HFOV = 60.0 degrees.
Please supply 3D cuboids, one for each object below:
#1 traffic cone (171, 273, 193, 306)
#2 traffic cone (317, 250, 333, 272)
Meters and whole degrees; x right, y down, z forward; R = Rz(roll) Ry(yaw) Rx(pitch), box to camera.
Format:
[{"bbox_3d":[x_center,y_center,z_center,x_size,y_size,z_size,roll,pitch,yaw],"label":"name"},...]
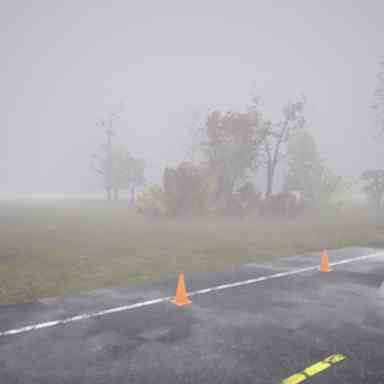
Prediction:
[{"bbox_3d":[-0.210,1.973,6.848,0.340,0.580,0.340,0,0,-35],"label":"traffic cone"},{"bbox_3d":[3.901,1.988,9.738,0.340,0.580,0.340,0,0,-35],"label":"traffic cone"}]
